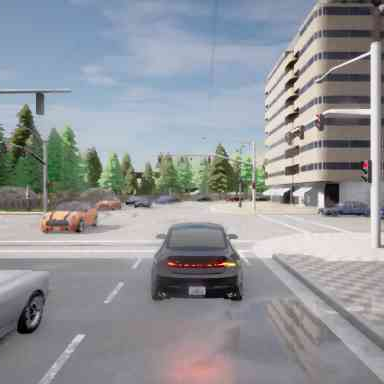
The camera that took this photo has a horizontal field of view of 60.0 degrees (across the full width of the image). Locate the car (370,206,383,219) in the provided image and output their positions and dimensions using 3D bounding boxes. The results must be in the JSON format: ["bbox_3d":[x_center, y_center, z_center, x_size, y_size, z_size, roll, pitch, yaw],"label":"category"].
[{"bbox_3d":[17.713,1.581,27.475,4.674,1.442,1.812,0,0,0],"label":"car"}]

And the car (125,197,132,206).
[{"bbox_3d":[-9.365,1.477,54.903,1.882,1.535,5.008,0,0,11],"label":"car"}]

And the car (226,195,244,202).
[{"bbox_3d":[9.753,1.478,75.037,5.008,1.535,1.882,0,0,-41],"label":"car"}]

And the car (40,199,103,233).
[{"bbox_3d":[-7.054,1.362,19.601,2.097,1.767,4.553,0,0,0],"label":"car"}]

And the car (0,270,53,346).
[{"bbox_3d":[-3.424,1.601,3.805,1.895,1.301,4.718,0,0,0],"label":"car"}]

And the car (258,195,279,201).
[{"bbox_3d":[18.554,1.500,80.548,4.892,1.490,1.837,0,0,-22],"label":"car"}]

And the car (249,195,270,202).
[{"bbox_3d":[15.227,1.595,74.763,4.718,1.301,1.895,0,0,-33],"label":"car"}]

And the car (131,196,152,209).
[{"bbox_3d":[-6.723,1.564,46.087,1.994,1.385,4.181,0,0,0],"label":"car"}]

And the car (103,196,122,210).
[{"bbox_3d":[-10.380,1.352,41.864,2.097,1.767,4.553,0,0,2],"label":"car"}]

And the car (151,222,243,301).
[{"bbox_3d":[0.121,1.505,8.324,1.837,1.490,4.892,0,0,1],"label":"car"}]

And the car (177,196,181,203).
[{"bbox_3d":[-4.057,1.503,69.478,1.837,1.490,4.892,0,0,31],"label":"car"}]

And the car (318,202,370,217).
[{"bbox_3d":[14.619,1.603,30.987,5.357,1.411,2.033,0,0,0],"label":"car"}]

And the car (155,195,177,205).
[{"bbox_3d":[-4.883,1.478,58.764,1.882,1.535,5.008,0,1,18],"label":"car"}]

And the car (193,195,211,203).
[{"bbox_3d":[2.270,1.478,72.376,1.882,1.535,5.008,0,0,38],"label":"car"}]
